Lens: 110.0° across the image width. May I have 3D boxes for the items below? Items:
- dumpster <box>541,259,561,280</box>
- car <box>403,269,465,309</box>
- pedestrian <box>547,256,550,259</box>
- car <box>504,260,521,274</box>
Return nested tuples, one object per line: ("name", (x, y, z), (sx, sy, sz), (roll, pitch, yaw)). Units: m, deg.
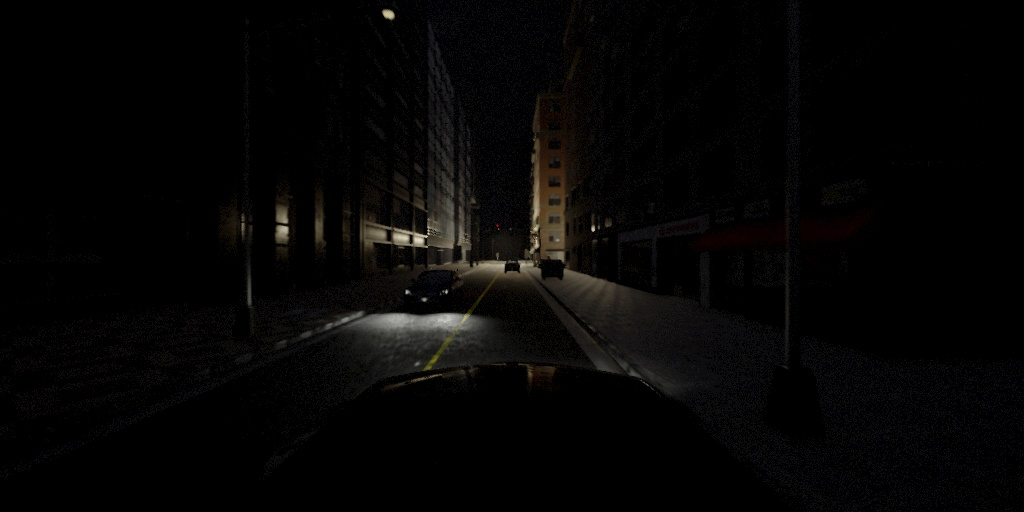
("dumpster", (3.136, 1.136, 29.134), (1.020, 1.700, 1.940), (0, 0, 0))
("car", (-3.100, 1.272, 15.012), (1.812, 1.442, 4.674), (0, 0, 0))
("pedestrian", (3.136, 0.881, 30.501), (0.375, 1.860, 0.375), (0, 0, -10))
("car", (0.041, 1.222, 41.644), (2.128, 1.511, 4.902), (0, 0, 0))
